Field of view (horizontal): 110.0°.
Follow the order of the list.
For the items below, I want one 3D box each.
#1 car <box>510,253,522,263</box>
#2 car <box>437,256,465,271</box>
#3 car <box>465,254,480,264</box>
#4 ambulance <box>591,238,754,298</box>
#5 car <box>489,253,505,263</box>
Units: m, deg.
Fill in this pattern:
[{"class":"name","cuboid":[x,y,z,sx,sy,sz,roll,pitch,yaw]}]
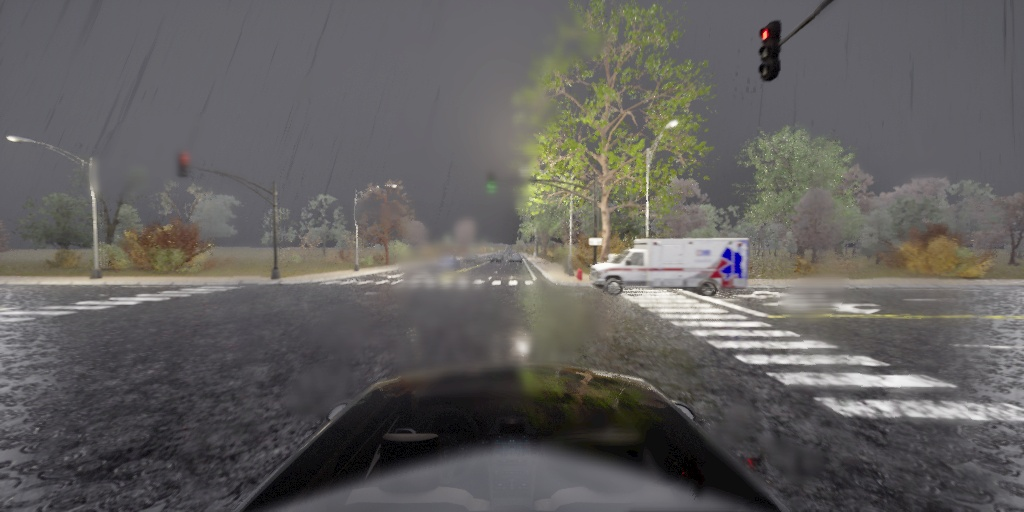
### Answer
[{"class":"car","cuboid":[0.616,0.437,59.070,1.994,1.385,4.181,0,1,1]},{"class":"car","cuboid":[-6.361,0.736,36.790,1.812,1.442,4.674,0,1,1]},{"class":"car","cuboid":[-6.012,0.451,54.365,1.837,1.490,4.892,0,0,2]},{"class":"ambulance","cuboid":[6.784,0.465,15.884,6.366,2.431,2.351,0,2,4]},{"class":"car","cuboid":[-2.632,0.472,59.192,1.895,1.301,4.718,0,1,1]}]
